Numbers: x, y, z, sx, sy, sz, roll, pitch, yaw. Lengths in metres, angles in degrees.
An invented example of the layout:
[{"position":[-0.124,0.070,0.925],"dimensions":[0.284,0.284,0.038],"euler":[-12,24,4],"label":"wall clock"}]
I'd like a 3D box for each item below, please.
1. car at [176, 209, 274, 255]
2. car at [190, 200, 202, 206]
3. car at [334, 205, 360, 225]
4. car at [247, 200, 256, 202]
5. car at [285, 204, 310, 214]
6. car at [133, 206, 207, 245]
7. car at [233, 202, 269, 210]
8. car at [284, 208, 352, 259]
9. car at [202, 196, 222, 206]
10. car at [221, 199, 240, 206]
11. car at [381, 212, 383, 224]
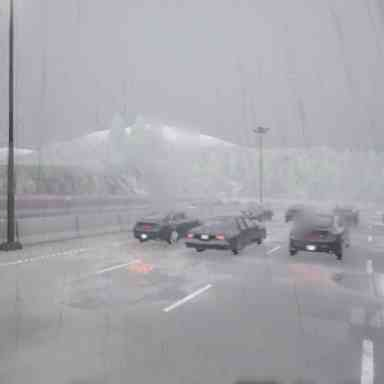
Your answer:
[{"position":[1.658,1.698,14.260],"dimensions":[2.033,1.411,5.357],"euler":[0,-1,29],"label":"car"},{"position":[1.166,2.261,66.318],"dimensions":[1.994,1.385,4.181],"euler":[0,-1,25],"label":"car"},{"position":[12.305,1.763,26.686],"dimensions":[2.128,1.511,4.902],"euler":[0,-1,29],"label":"car"},{"position":[11.275,2.258,63.299],"dimensions":[1.895,1.301,4.718],"euler":[0,-1,24],"label":"car"},{"position":[9.221,1.798,28.341],"dimensions":[1.837,1.490,4.892],"euler":[0,0,29],"label":"car"},{"position":[-0.952,1.687,16.780],"dimensions":[1.837,1.490,4.892],"euler":[0,0,29],"label":"car"},{"position":[5.671,1.851,29.144],"dimensions":[2.033,1.411,5.357],"euler":[0,-1,28],"label":"car"},{"position":[5.215,1.645,13.468],"dimensions":[1.837,1.490,4.892],"euler":[0,0,29],"label":"car"},{"position":[4.384,1.904,64.932],"dimensions":[2.150,2.045,5.566],"euler":[0,-1,24],"label":"car"},{"position":[7.939,2.219,64.327],"dimensions":[2.033,1.411,5.357],"euler":[0,-1,24],"label":"car"},{"position":[14.921,1.788,24.180],"dimensions":[2.033,1.411,5.357],"euler":[0,-1,29],"label":"car"}]
